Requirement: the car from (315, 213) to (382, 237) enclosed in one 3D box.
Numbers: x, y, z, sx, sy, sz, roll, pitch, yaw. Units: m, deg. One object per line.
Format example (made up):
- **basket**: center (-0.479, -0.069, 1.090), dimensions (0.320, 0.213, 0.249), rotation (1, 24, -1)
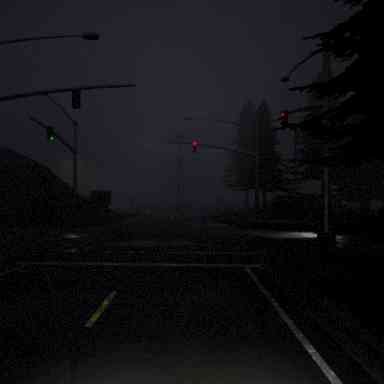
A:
- **car**: center (10.119, 2.046, 21.283), dimensions (4.181, 1.385, 1.994), rotation (0, -1, 0)
